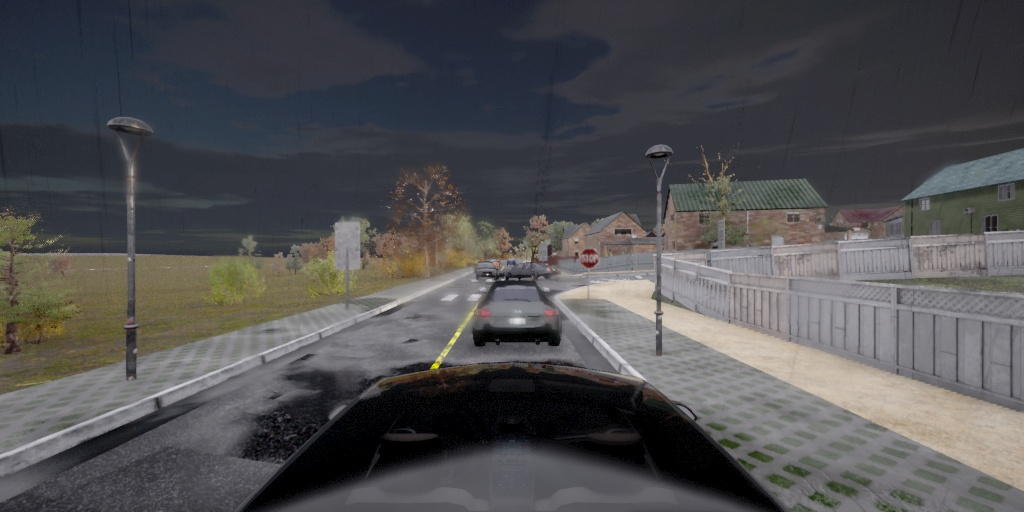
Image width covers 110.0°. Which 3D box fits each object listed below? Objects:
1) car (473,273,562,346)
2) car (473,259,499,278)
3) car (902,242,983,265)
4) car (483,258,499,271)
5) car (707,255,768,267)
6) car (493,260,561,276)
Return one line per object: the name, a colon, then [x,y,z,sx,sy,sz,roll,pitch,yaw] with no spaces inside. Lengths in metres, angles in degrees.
car: [0.086,1.313,9.381,1.994,1.385,4.181,0,0,-1]
car: [-2.312,1.258,31.302,1.837,1.490,4.892,0,0,-8]
car: [23.850,-0.208,20.399,4.902,1.511,2.128,-3,0,14]
car: [-2.949,1.121,51.119,2.097,1.767,4.553,0,0,1]
car: [14.344,0.413,22.801,4.181,1.385,1.994,-3,0,16]
car: [1.282,1.198,28.398,5.357,1.411,2.033,-4,-3,43]
